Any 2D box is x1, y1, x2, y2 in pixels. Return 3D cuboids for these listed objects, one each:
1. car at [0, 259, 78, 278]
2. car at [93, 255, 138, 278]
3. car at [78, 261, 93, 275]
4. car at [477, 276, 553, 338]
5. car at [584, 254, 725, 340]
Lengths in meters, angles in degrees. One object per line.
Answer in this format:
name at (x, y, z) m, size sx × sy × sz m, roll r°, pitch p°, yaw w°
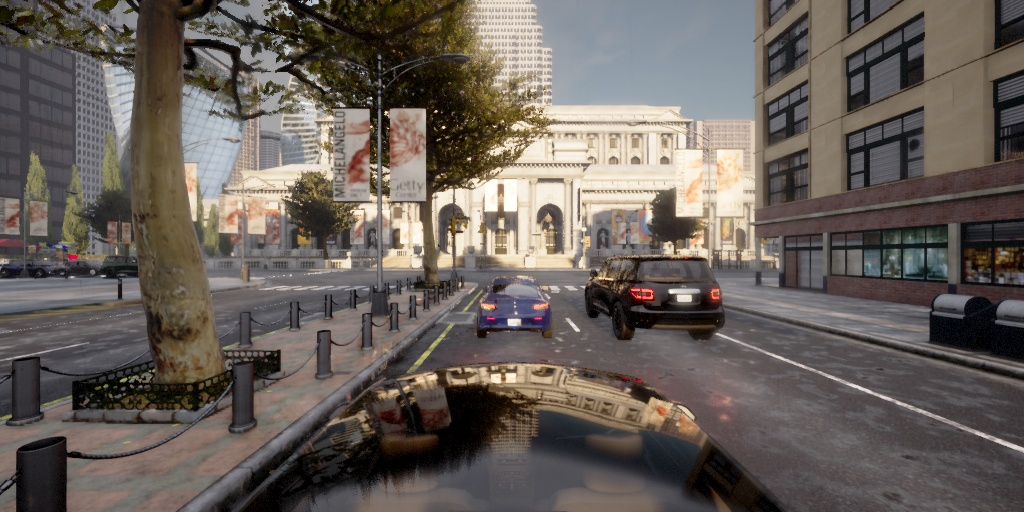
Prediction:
car at (-45.080, 1.102, 34.091) m, size 4.553 × 1.767 × 2.097 m, roll 0°, pitch 0°, yaw -2°
car at (-35.669, 0.971, 34.171) m, size 5.566 × 2.045 × 2.150 m, roll 0°, pitch 0°, yaw 0°
car at (-44.450, 1.255, 37.615) m, size 4.892 × 1.490 × 1.837 m, roll 0°, pitch 0°, yaw -1°
car at (0.072, 1.276, 10.110) m, size 1.812 × 1.442 × 4.674 m, roll 0°, pitch 0°, yaw 0°
car at (3.579, 0.971, 10.121) m, size 2.150 × 2.045 × 5.566 m, roll 0°, pitch 0°, yaw 0°
